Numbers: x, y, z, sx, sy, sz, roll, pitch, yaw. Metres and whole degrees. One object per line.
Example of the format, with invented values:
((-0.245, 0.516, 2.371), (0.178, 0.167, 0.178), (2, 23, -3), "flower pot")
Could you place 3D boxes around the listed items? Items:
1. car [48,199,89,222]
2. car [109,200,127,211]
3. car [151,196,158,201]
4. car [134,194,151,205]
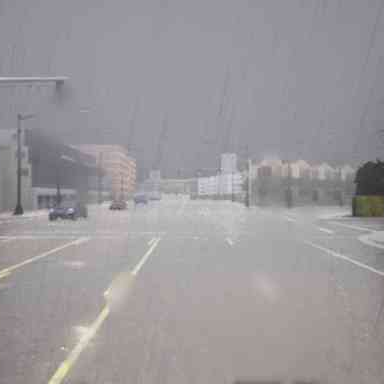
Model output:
((-10.491, 1.520, 28.523), (2.097, 1.767, 4.553), (0, -1, 0), "car")
((-10.492, 1.954, 47.591), (1.837, 1.490, 4.892), (0, 1, 0), "car")
((-10.449, 1.814, 91.201), (1.895, 1.301, 4.718), (0, 0, 0), "car")
((-10.462, 1.559, 68.577), (2.150, 2.045, 5.566), (0, 1, 0), "car")
